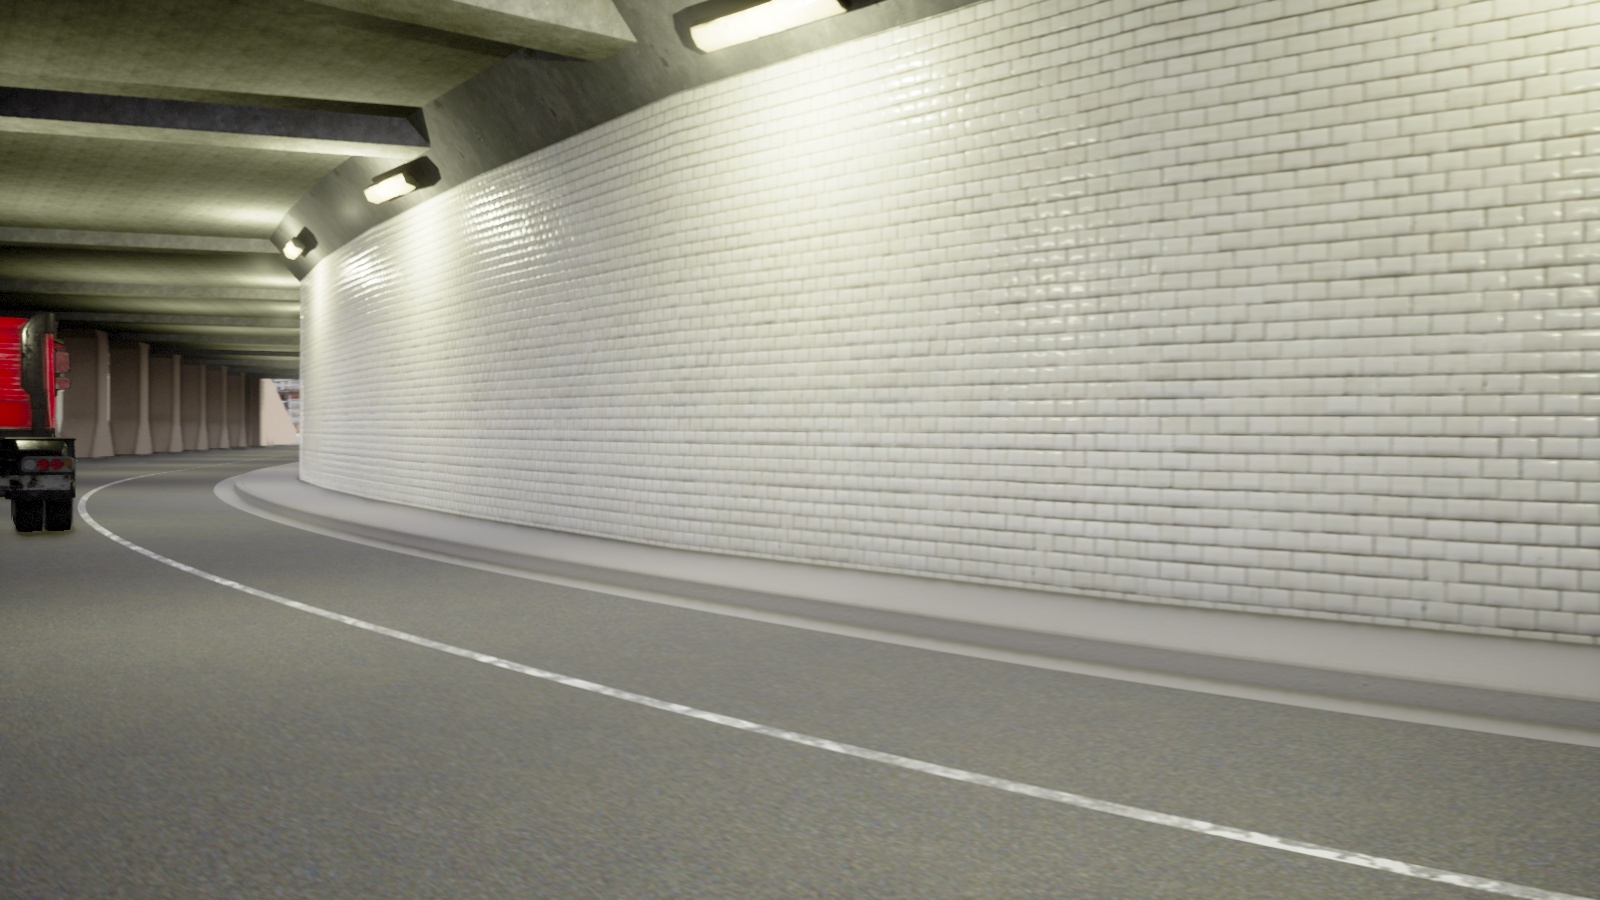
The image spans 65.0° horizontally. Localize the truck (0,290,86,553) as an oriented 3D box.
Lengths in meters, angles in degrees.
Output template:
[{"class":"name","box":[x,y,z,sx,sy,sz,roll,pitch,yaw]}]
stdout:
[{"class":"truck","box":[-13.137,-0.387,19.596,2.891,3.462,7.936,-1,1,-33]}]
